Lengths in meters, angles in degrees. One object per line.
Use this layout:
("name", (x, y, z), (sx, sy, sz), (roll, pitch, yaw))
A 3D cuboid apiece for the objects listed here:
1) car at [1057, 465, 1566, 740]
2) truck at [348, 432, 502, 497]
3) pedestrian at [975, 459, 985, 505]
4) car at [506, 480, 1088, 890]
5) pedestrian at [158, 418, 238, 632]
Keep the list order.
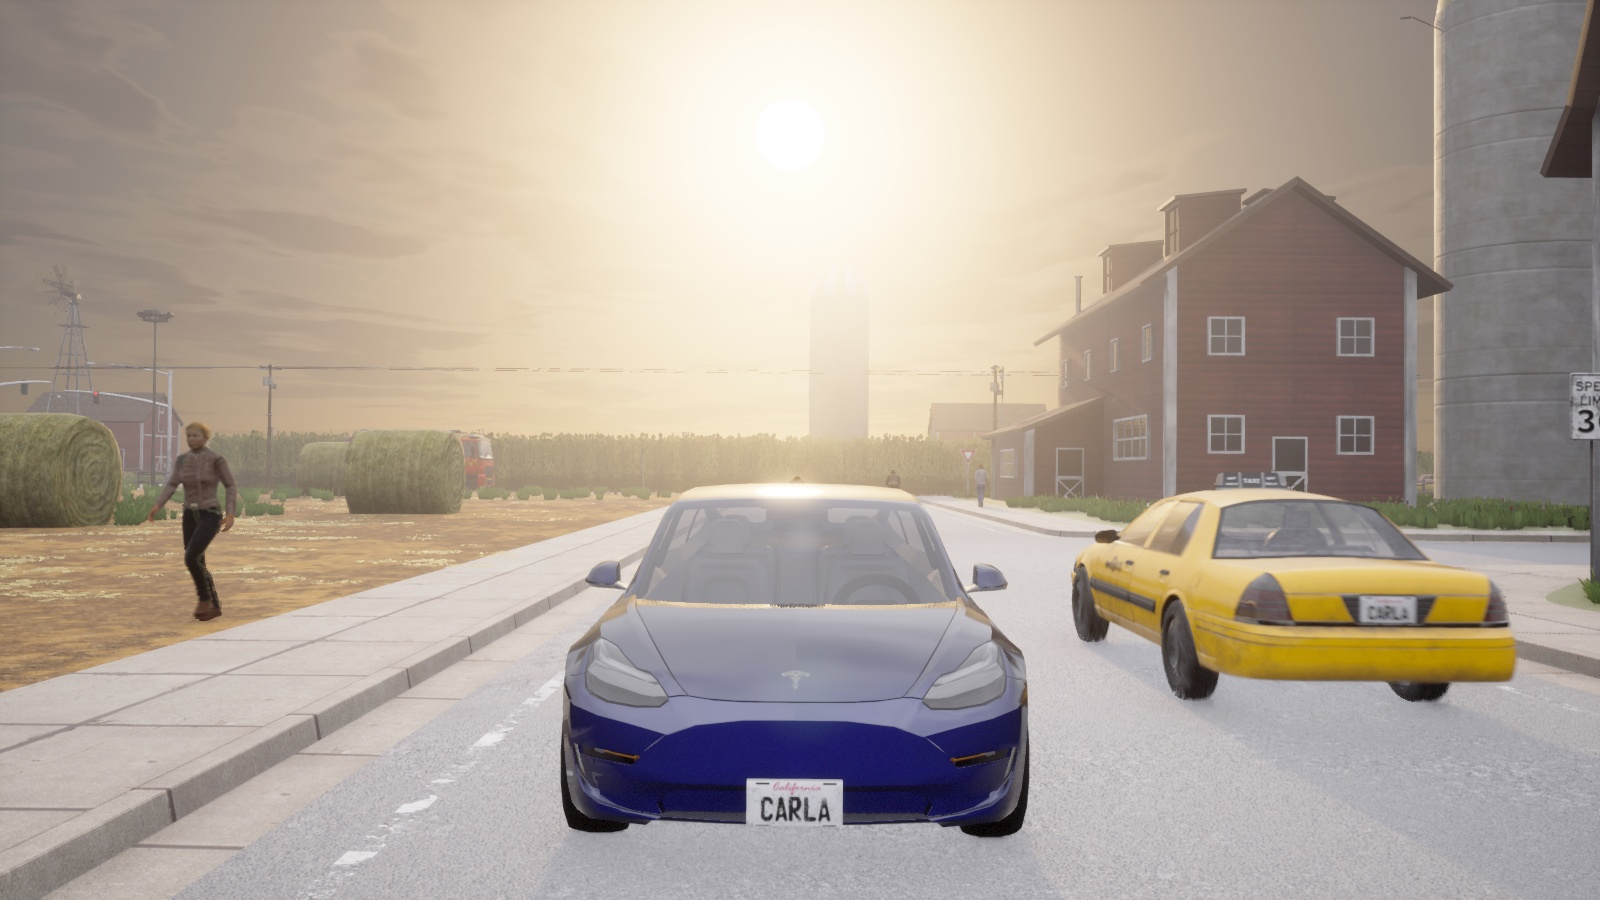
("car", (3.480, 0.916, 9.886), (1.801, 1.575, 5.366), (0, -1, 0))
("truck", (-22.661, 0.887, 76.179), (8.468, 3.827, 2.891), (0, -1, 1))
("pedestrian", (7.183, 1.282, 50.033), (0.354, 1.836, 0.706), (0, -1, 4))
("car", (-0.013, 0.931, 7.078), (2.163, 1.488, 4.792), (0, -1, 0))
("pedestrian", (-5.346, 0.650, 11.167), (0.331, 1.846, 0.634), (0, -1, 8))
